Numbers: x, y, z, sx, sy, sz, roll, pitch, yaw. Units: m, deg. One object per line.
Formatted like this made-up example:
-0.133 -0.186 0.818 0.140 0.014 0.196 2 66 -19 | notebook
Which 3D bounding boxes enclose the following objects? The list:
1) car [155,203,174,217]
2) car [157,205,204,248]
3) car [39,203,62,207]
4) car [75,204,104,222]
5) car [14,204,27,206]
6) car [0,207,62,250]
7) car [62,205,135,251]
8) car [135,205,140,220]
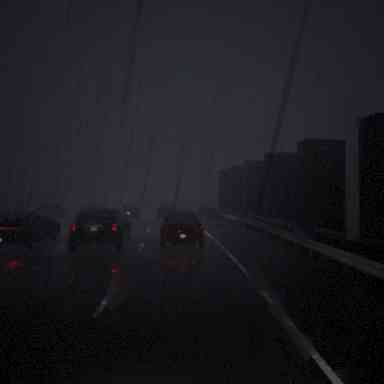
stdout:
-2.469 1.779 31.971 1.882 1.535 5.008 0 0 -9 | car
-0.552 1.627 15.771 1.882 1.535 5.008 0 0 -4 | car
-12.841 1.769 30.338 1.882 1.535 5.008 0 0 -9 | car
-9.355 1.857 30.710 1.994 1.385 4.181 0 0 -9 | car
-32.265 2.123 62.608 2.128 1.511 4.902 0 -1 -20 | car
-7.519 1.639 15.097 2.128 1.511 4.902 0 0 -4 | car
-4.010 1.495 15.129 2.097 1.767 4.553 0 -1 -4 | car
-5.896 1.860 31.248 1.994 1.385 4.181 0 0 -9 | car
